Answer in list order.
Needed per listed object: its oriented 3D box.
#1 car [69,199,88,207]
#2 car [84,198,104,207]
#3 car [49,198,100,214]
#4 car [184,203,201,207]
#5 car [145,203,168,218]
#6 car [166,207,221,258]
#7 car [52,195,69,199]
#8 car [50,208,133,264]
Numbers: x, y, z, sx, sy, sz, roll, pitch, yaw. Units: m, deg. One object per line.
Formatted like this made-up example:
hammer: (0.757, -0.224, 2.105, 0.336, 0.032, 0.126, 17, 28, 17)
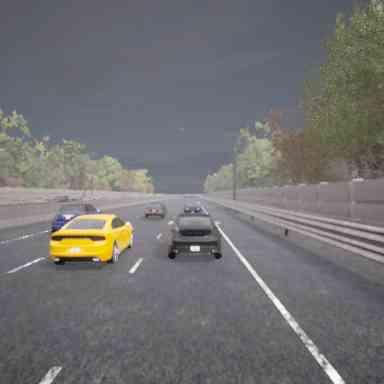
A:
car: (-21.004, 2.011, 61.764, 1.895, 1.301, 4.718, 0, 0, 0)
car: (-17.525, 1.894, 59.795, 2.128, 1.511, 4.902, 0, 0, 1)
car: (-6.898, 1.481, 20.703, 2.097, 1.767, 4.553, 0, 0, 0)
car: (0.101, 1.825, 36.868, 1.895, 1.301, 4.718, 0, 0, 0)
car: (-3.398, 1.745, 32.159, 2.033, 1.411, 5.357, 0, 0, 0)
car: (0.104, 1.583, 13.178, 1.837, 1.490, 4.892, 0, 0, 0)
car: (-24.504, 1.636, 61.684, 2.150, 2.045, 5.566, 0, 0, 0)
car: (-3.397, 1.552, 12.136, 1.882, 1.535, 5.008, 0, 0, 0)
